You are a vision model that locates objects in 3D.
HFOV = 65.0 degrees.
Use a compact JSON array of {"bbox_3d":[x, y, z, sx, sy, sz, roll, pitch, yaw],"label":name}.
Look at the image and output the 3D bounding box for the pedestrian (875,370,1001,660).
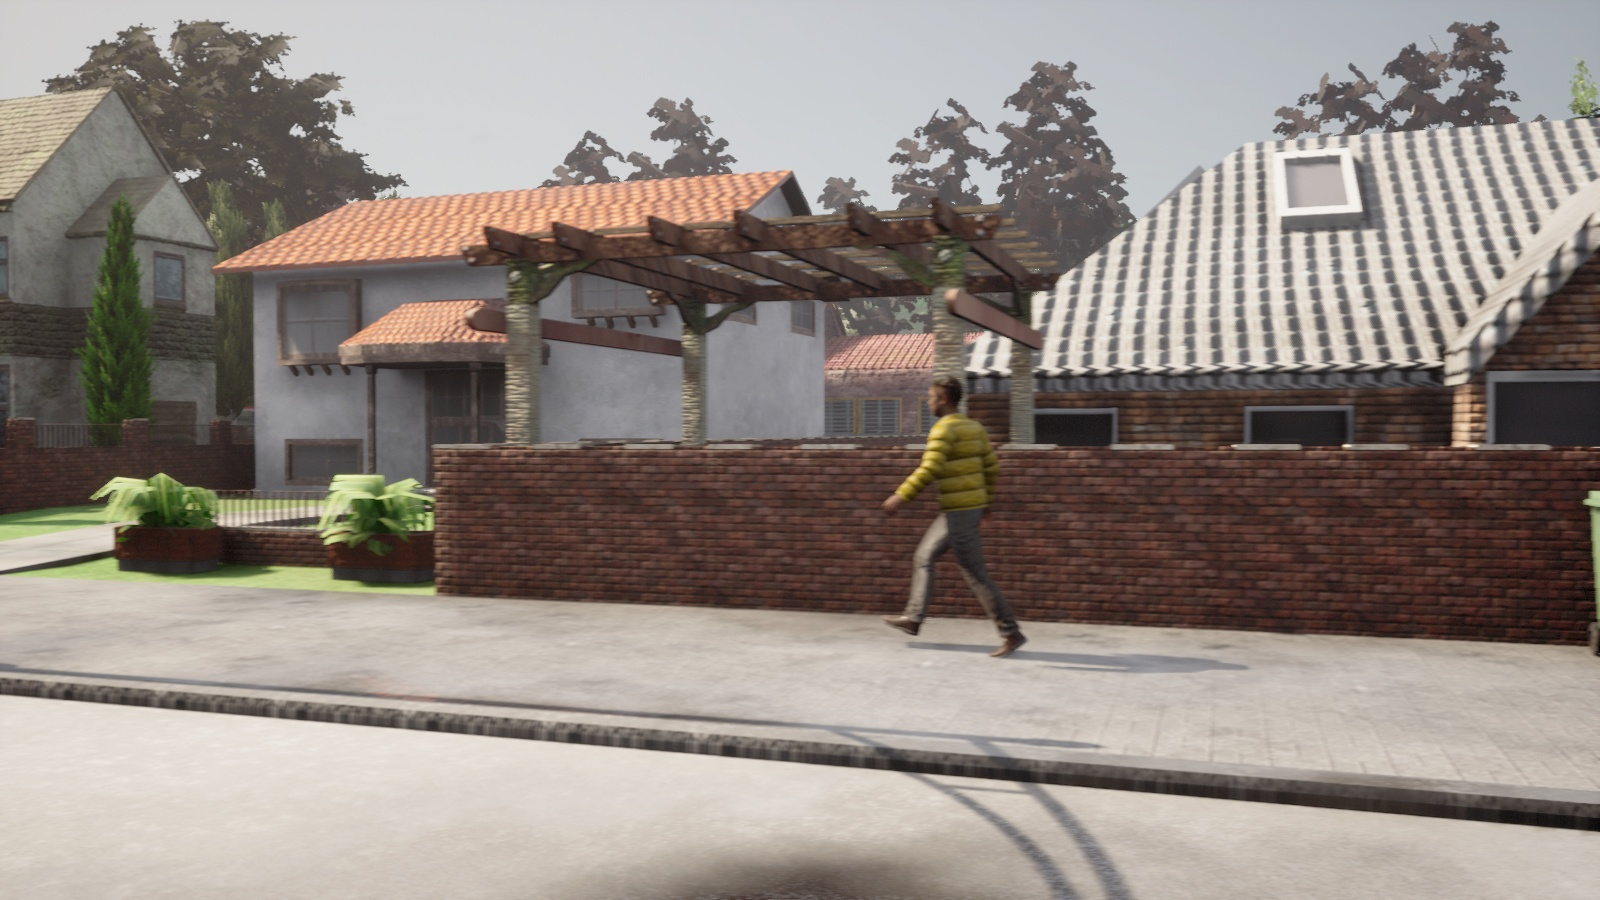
[{"bbox_3d":[0.914,0.407,8.296,0.709,1.840,0.431,1,1,27],"label":"pedestrian"}]
